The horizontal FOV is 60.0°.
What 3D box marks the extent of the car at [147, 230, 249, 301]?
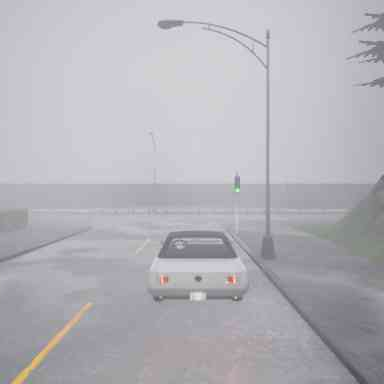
[{"bbox_3d":[0.117,1.601,8.252,1.895,1.301,4.718,0,0,0],"label":"car"}]
